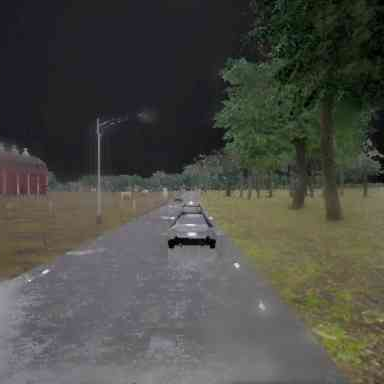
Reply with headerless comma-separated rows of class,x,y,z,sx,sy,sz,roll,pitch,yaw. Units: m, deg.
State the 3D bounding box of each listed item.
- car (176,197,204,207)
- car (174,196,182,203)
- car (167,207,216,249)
car,-0.001,1.506,29.656,2.128,1.511,4.902,0,0,0
car,-2.751,1.545,68.723,1.895,1.301,4.718,0,0,0
car,0.000,1.576,14.652,1.994,1.385,4.181,0,0,0
